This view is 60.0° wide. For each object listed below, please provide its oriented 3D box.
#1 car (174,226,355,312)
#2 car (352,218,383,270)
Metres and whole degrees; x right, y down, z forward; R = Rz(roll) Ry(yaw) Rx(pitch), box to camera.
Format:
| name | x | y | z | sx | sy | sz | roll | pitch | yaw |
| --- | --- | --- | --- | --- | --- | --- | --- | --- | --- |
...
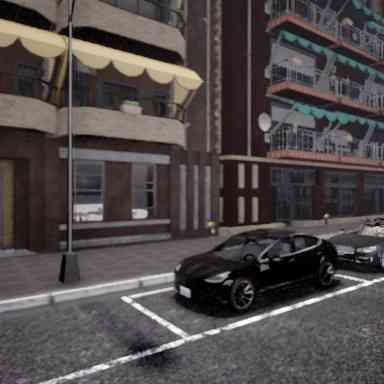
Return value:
| name | x | y | z | sx | sy | sz | roll | pitch | yaw |
| --- | --- | --- | --- | --- | --- | --- | --- | --- | --- |
| car | 1.645 | 1.571 | 7.735 | 4.313 | 1.339 | 1.947 | 0 | 0 | -36 |
| car | 6.153 | 1.562 | 10.952 | 4.403 | 1.369 | 2.008 | 0 | 0 | -36 |
